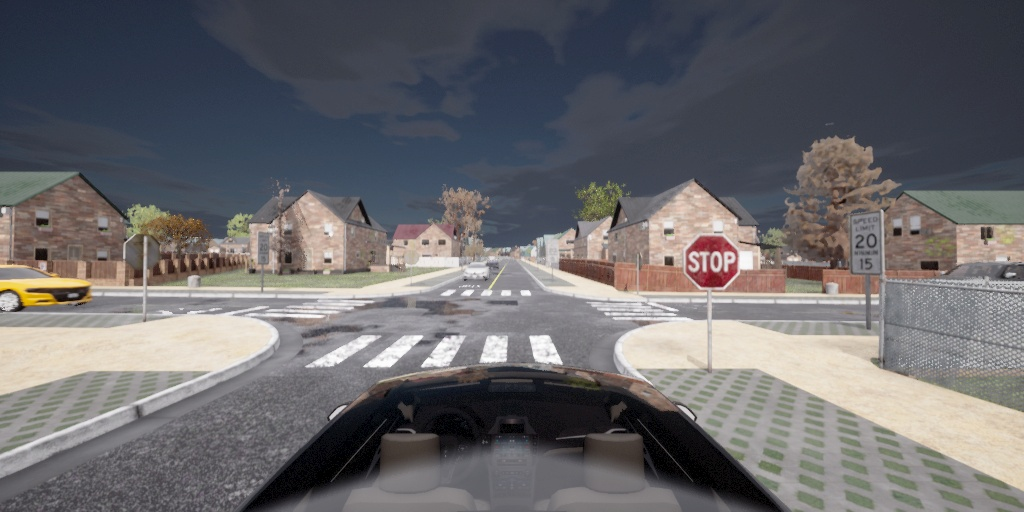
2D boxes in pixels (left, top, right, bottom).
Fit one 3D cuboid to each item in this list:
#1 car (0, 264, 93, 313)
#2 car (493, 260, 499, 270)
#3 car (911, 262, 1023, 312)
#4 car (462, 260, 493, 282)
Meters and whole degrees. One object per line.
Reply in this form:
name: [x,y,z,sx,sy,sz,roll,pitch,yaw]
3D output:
car: [-17.289,1.021,12.078,5.008,1.535,1.882,1,-1,0]
car: [-2.805,1.291,52.327,2.033,1.411,5.357,0,0,0]
car: [20.427,1.257,15.213,5.566,2.045,2.150,1,-1,0]
car: [-2.841,1.275,29.506,1.812,1.442,4.674,0,0,0]
